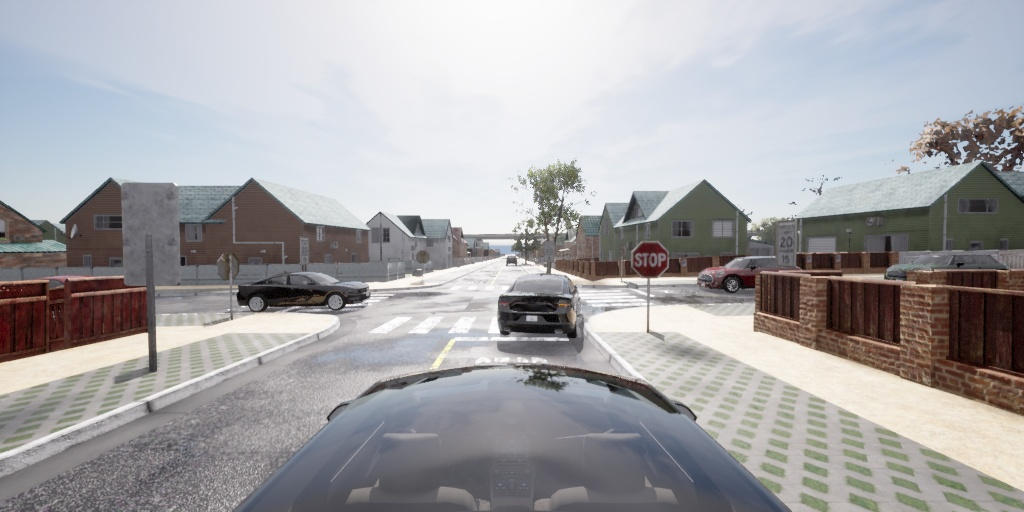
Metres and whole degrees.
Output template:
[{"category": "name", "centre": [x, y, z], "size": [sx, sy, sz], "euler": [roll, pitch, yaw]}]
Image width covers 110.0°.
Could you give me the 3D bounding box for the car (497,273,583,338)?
[{"category": "car", "centre": [0.950, 1.224, 10.303], "size": [1.882, 1.535, 5.008], "euler": [0, 0, 12]}]

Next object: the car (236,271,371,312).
[{"category": "car", "centre": [-8.481, 1.377, 14.820], "size": [5.008, 1.535, 1.882], "euler": [-1, 2, 0]}]

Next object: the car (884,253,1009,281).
[{"category": "car", "centre": [21.685, 0.646, 18.005], "size": [4.553, 1.767, 2.097], "euler": [-1, 2, 0]}]

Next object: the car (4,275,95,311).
[{"category": "car", "centre": [-18.034, 1.547, 14.748], "size": [5.008, 1.535, 1.882], "euler": [-1, 2, 0]}]

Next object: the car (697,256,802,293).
[{"category": "car", "centre": [11.790, 0.820, 17.924], "size": [4.553, 1.767, 2.097], "euler": [-1, 2, 0]}]
